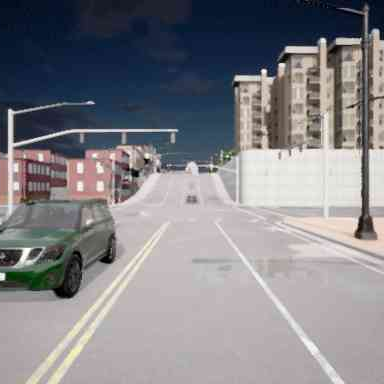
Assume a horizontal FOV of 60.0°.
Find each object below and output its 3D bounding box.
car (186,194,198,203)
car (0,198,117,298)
[{"bbox_3d":[-0.024,1.111,58.421,2.128,1.511,4.902,0,4,0],"label":"car"},{"bbox_3d":[-3.561,1.209,8.879,2.150,2.045,5.566,0,0,0],"label":"car"}]
